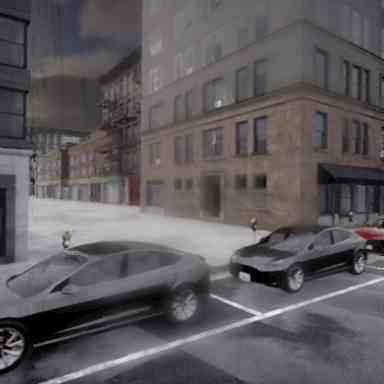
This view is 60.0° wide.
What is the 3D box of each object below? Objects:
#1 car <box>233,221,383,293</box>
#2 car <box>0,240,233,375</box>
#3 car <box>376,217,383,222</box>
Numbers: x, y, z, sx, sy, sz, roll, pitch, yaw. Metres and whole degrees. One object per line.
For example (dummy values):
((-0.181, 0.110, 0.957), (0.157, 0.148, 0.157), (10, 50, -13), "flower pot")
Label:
((2.987, 1.567, 8.885), (4.313, 1.339, 1.947), (0, 1, -35), "car")
((-1.632, 1.566, 5.592), (4.313, 1.339, 1.947), (0, 1, -35), "car")
((7.606, 1.545, 12.179), (4.507, 1.381, 1.887), (0, 1, -35), "car")
